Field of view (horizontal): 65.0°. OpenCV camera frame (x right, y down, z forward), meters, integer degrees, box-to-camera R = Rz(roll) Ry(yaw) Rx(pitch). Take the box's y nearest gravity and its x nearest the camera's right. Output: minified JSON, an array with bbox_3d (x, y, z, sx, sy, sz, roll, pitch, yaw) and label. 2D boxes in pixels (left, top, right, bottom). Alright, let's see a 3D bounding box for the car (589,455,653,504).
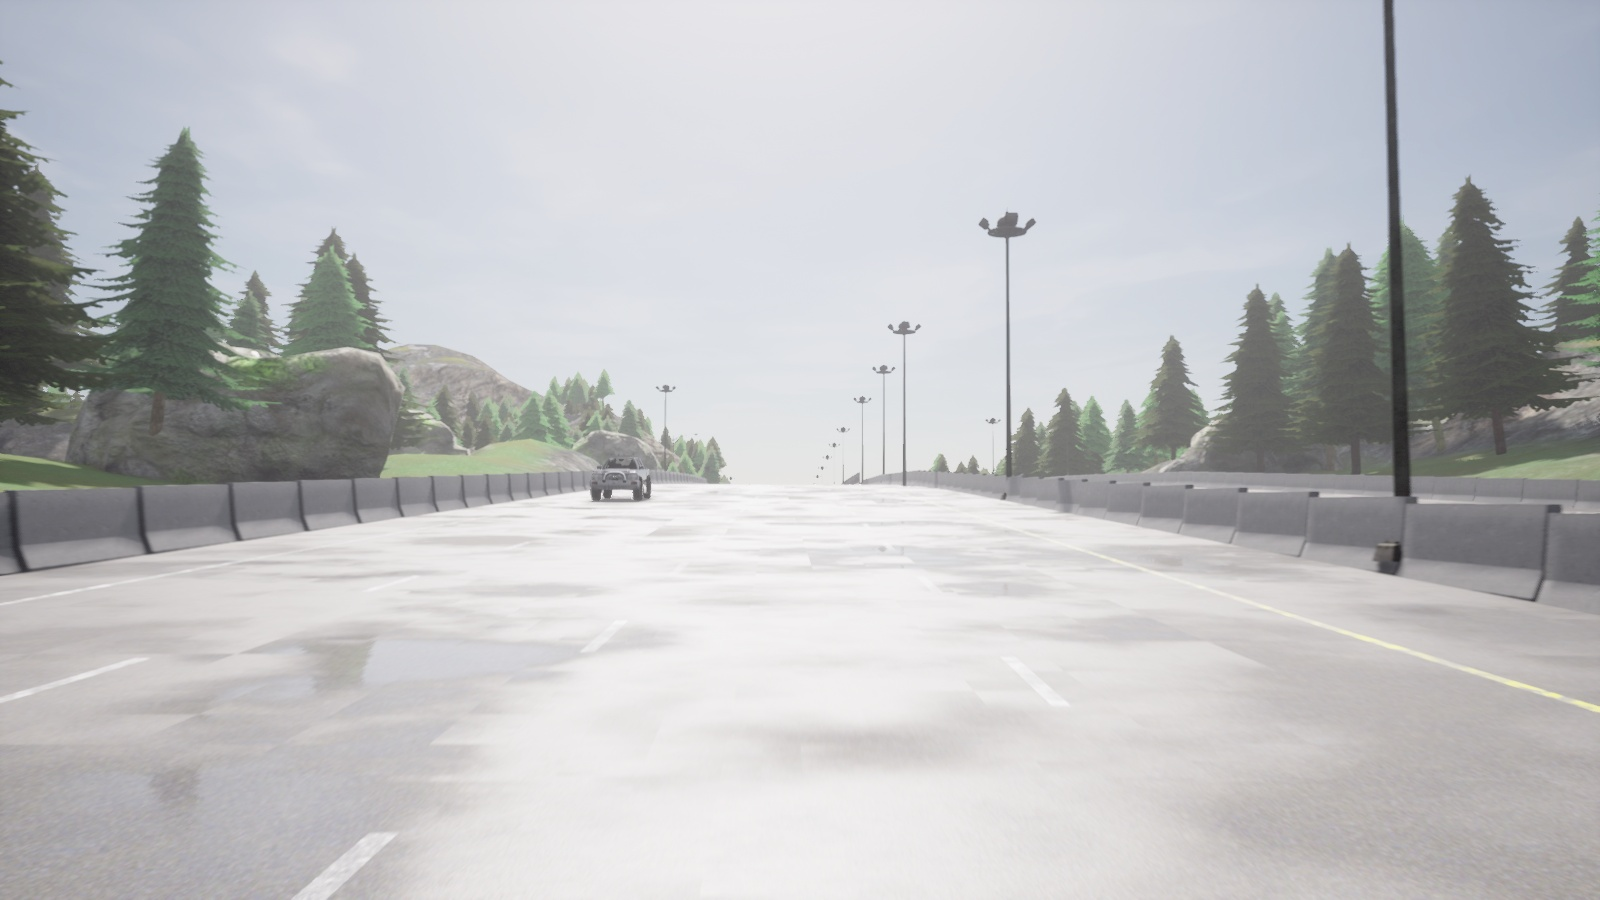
[{"bbox_3d":[-7.125,1.138,50.450,1.932,1.855,4.605,0,0,0],"label":"car"}]
